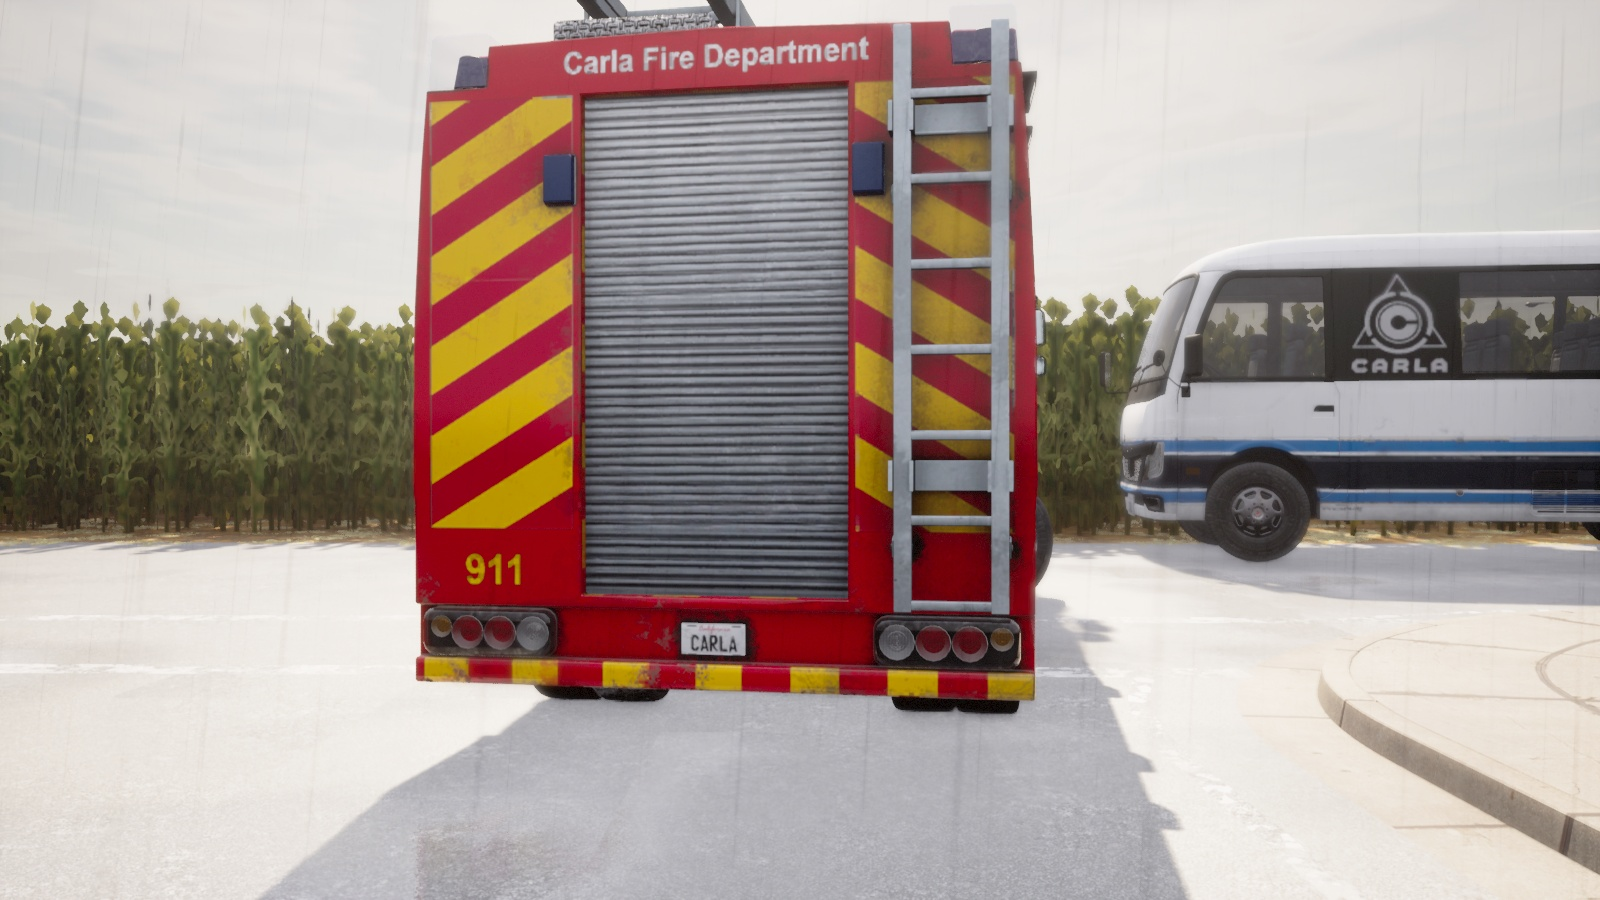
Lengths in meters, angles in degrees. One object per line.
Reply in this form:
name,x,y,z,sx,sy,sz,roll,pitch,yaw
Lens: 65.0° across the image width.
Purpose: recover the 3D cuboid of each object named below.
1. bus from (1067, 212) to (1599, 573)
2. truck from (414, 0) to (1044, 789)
bus,8.975,-0.693,16.847,10.273,4.253,3.944,0,0,8
truck,0.310,-0.467,9.815,2.891,3.827,8.468,0,0,9
